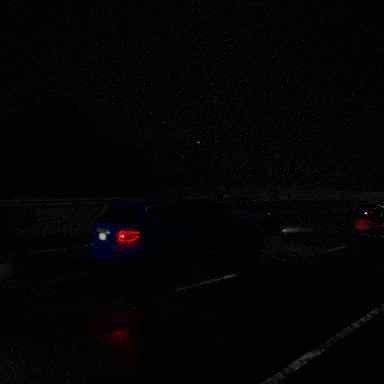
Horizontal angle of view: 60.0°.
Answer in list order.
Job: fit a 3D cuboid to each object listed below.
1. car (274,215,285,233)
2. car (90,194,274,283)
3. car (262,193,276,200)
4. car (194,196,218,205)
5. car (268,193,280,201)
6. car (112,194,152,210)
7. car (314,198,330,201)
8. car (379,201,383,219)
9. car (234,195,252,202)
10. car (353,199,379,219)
[{"bbox_3d":[3.129,1.514,17.705,4.181,1.385,1.994,0,0,-43],"label":"car"},{"bbox_3d":[-0.179,1.177,9.865,5.566,2.045,2.150,0,0,-42],"label":"car"},{"bbox_3d":[18.997,1.062,81.614,1.994,1.385,4.181,1,2,33],"label":"car"},{"bbox_3d":[2.362,1.447,54.960,1.895,1.301,4.718,1,1,31],"label":"car"},{"bbox_3d":[11.233,1.426,49.259,4.553,1.767,2.097,1,0,-42],"label":"car"},{"bbox_3d":[-7.283,1.176,40.688,2.097,1.767,4.553,0,0,37],"label":"car"},{"bbox_3d":[23.479,1.855,60.494,4.902,1.511,2.128,1,-1,-42],"label":"car"},{"bbox_3d":[16.088,1.550,24.913,5.008,1.535,1.882,1,0,-43],"label":"car"},{"bbox_3d":[10.487,1.328,68.322,1.895,1.301,4.718,1,1,32],"label":"car"},{"bbox_3d":[16.770,1.595,30.309,4.892,1.490,1.837,1,0,-43],"label":"car"}]
